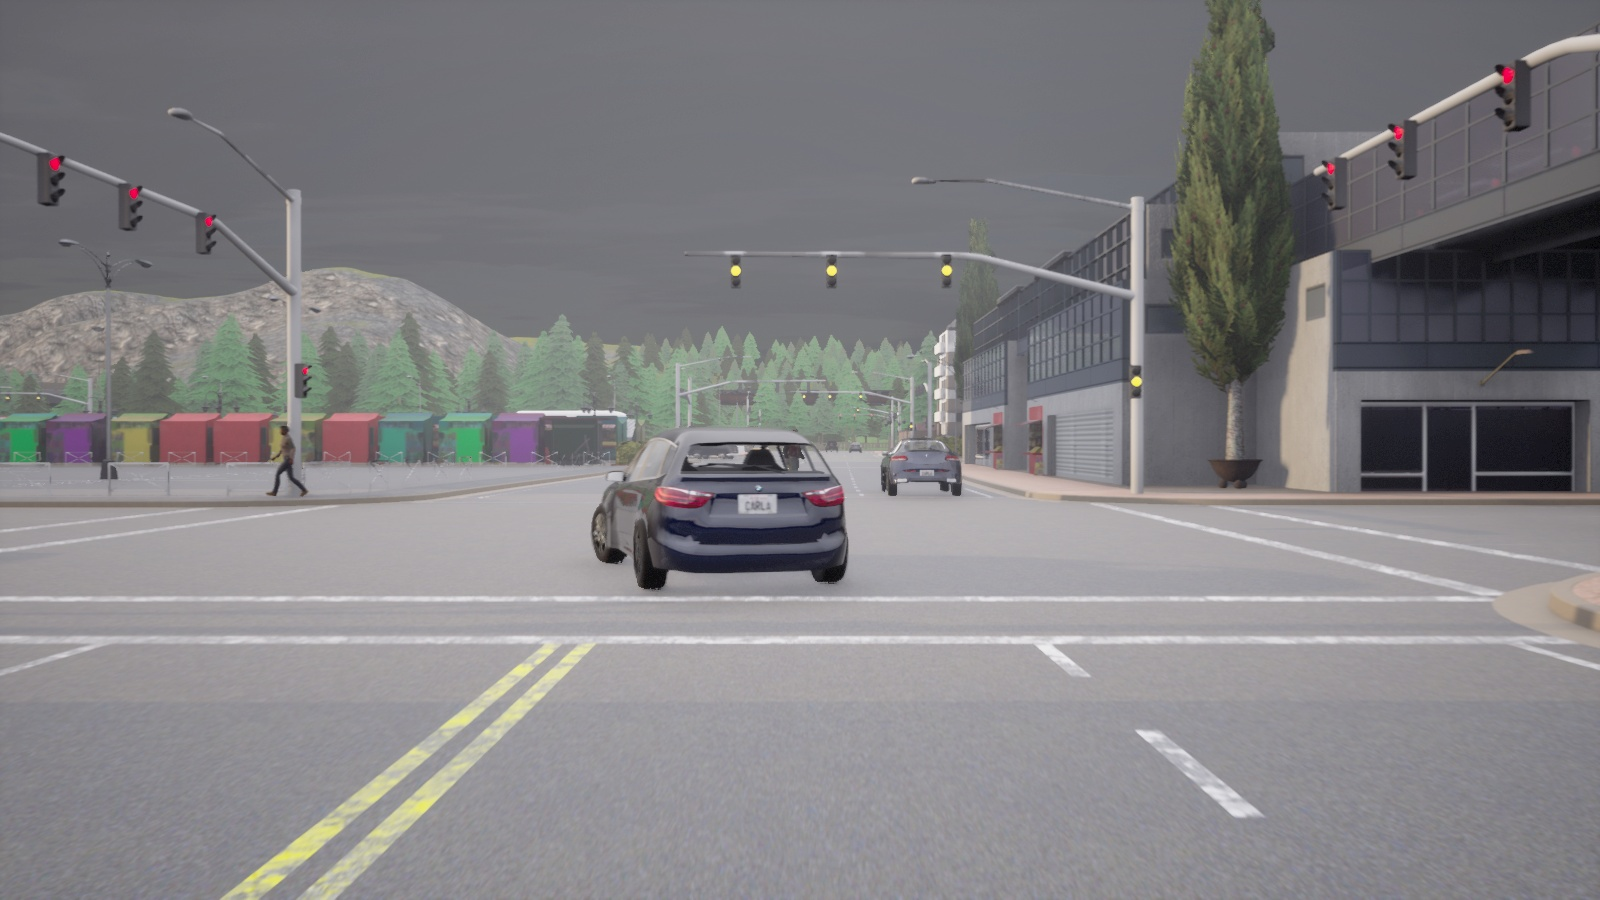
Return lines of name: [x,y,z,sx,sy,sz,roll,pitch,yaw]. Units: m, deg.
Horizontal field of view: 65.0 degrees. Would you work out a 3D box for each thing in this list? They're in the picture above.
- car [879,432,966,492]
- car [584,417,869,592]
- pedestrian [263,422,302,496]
car: [3.536,0.319,37.166,2.152,1.651,5.027,0,0,1]
car: [-1.058,0.508,14.450,2.242,1.667,4.611,0,0,-17]
pedestrian: [-12.721,0.221,30.865,0.869,1.805,0.328,0,0,-24]
